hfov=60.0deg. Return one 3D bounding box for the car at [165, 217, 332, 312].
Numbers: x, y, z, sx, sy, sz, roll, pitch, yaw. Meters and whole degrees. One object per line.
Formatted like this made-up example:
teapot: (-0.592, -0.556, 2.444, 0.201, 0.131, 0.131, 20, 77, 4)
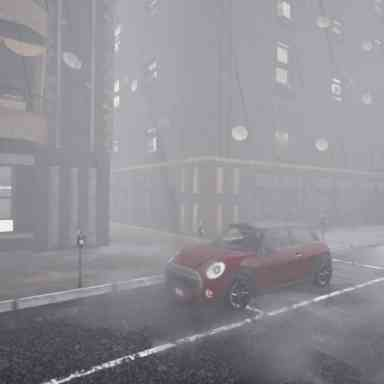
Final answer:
car: (1.374, 1.441, 7.685, 4.097, 1.590, 1.967, 0, 1, -36)
